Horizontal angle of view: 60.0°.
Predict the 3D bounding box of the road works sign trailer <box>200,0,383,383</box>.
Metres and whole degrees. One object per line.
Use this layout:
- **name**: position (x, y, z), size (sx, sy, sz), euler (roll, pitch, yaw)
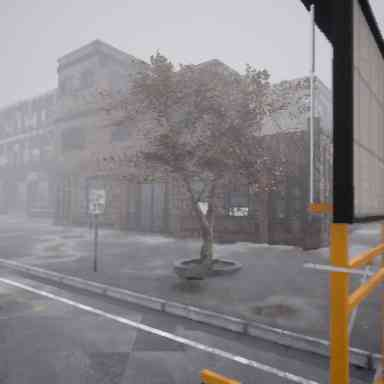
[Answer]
- **road works sign trailer**: position (1.261, 0.607, 2.682), size (2.880, 3.560, 2.380), euler (-1, -3, 38)
